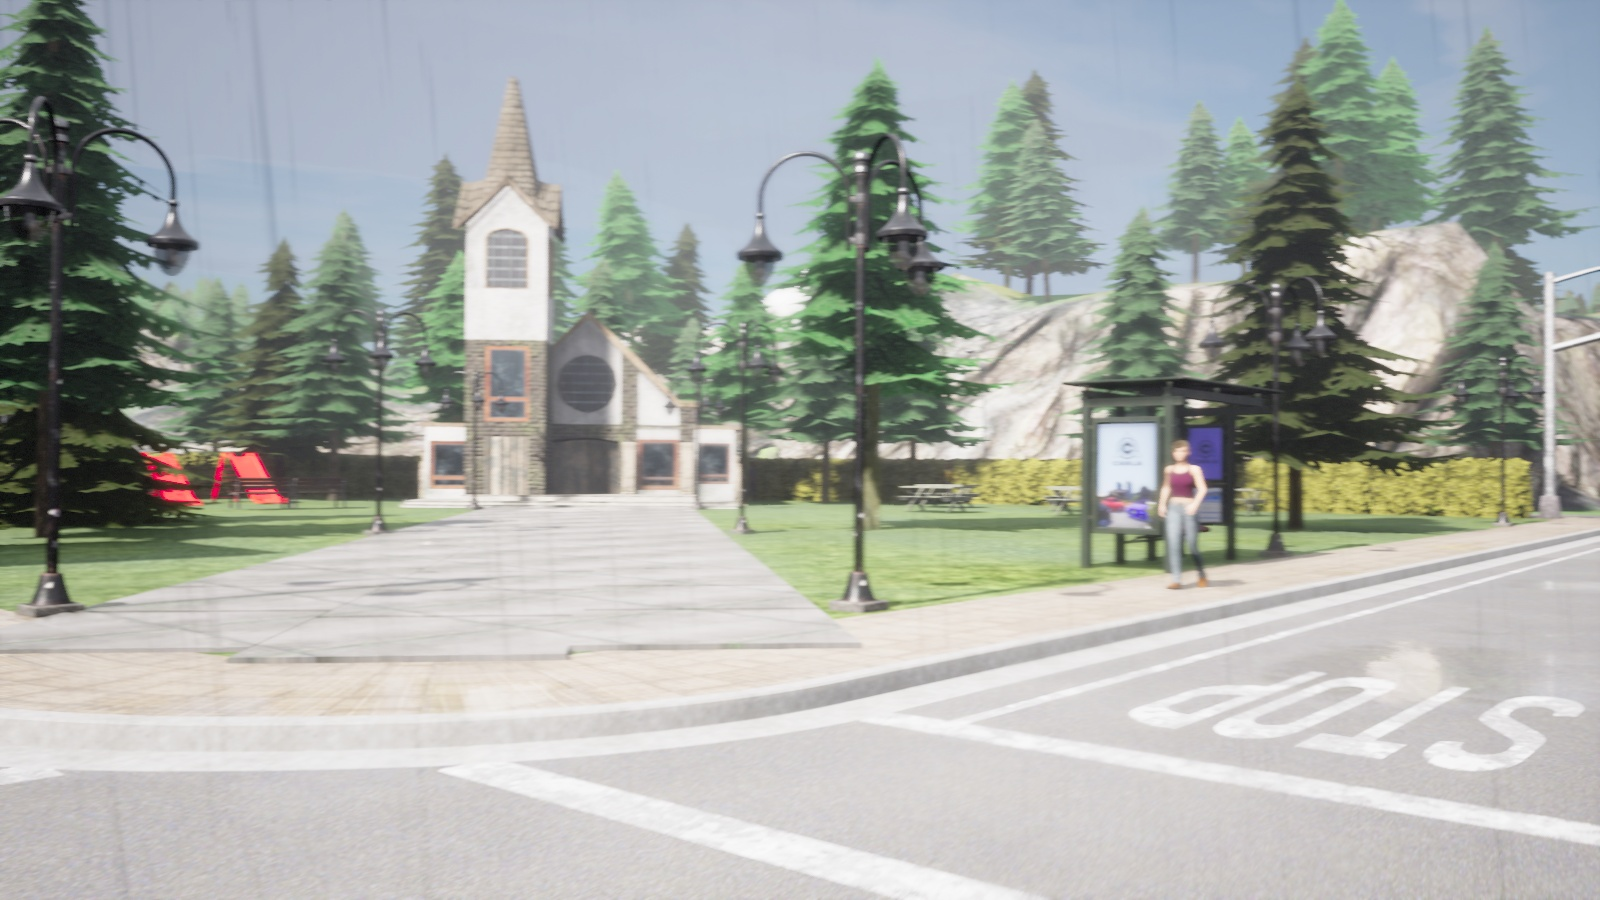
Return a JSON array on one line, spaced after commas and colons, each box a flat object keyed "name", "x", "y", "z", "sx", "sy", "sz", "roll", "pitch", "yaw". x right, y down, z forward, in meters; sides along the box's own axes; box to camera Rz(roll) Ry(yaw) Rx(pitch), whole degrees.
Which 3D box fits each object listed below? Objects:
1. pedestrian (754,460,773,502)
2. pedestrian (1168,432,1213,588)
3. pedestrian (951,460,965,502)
[{"name": "pedestrian", "x": -1.637, "y": 1.373, "z": 55.943, "sx": 0.694, "sy": 1.848, "sz": 0.540, "roll": 0, "pitch": -1, "yaw": 26}, {"name": "pedestrian", "x": 4.722, "y": 0.713, "z": 15.181, "sx": 0.345, "sy": 1.836, "sz": 0.594, "roll": -1, "pitch": -1, "yaw": 35}, {"name": "pedestrian", "x": 6.830, "y": 1.337, "z": 54.256, "sx": 0.370, "sy": 1.835, "sz": 0.726, "roll": 0, "pitch": -1, "yaw": -15}]
